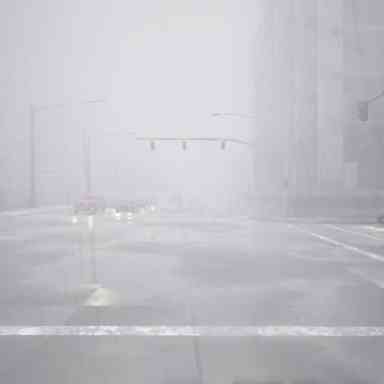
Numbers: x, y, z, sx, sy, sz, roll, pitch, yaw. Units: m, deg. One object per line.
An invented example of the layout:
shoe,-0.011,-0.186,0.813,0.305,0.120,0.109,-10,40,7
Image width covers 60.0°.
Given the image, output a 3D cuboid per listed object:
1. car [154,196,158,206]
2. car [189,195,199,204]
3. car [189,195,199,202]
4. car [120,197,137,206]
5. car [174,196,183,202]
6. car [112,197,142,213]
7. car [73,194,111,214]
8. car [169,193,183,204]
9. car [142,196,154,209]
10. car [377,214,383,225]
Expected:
car,-6.870,1.492,56.687,2.128,1.511,4.902,0,0,1
car,0.434,1.526,65.008,1.812,1.442,4.674,0,0,1
car,0.512,1.524,75.182,2.128,1.511,4.902,0,0,1
car,-10.411,1.526,55.010,1.812,1.442,4.674,0,0,1
car,-2.985,1.511,75.533,1.895,1.301,4.718,0,0,1
car,-7.195,1.564,37.273,1.994,1.385,4.181,0,0,1
car,-10.725,1.222,35.334,2.150,2.045,5.566,0,0,1
car,-3.160,1.222,64.890,2.150,2.045,5.566,0,0,1
car,-7.043,1.547,46.515,2.033,1.411,5.357,0,0,2
car,13.957,1.564,20.710,4.181,1.385,1.994,0,0,0
